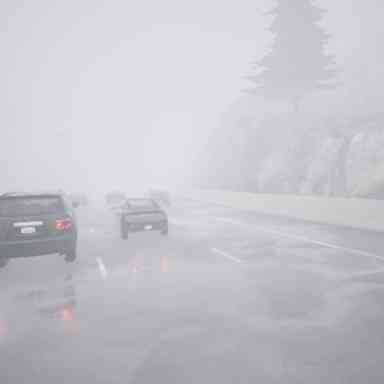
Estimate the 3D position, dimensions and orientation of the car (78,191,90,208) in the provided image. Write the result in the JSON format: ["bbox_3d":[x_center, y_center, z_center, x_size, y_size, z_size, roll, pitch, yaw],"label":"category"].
[{"bbox_3d":[-10.777,0.668,31.353,1.882,1.535,5.008,-3,2,-13],"label":"car"}]

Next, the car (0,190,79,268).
[{"bbox_3d":[-4.932,0.970,10.797,2.150,2.045,5.566,-3,2,-19],"label":"car"}]

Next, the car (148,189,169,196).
[{"bbox_3d":[-3.216,0.508,29.944,1.837,1.490,4.892,-3,3,-14],"label":"car"}]

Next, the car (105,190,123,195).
[{"bbox_3d":[-7.599,0.503,33.143,1.882,1.535,5.008,-3,2,-12],"label":"car"}]

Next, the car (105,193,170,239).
[{"bbox_3d":[-2.400,1.025,14.528,2.128,1.511,4.902,-3,2,-18],"label":"car"}]
